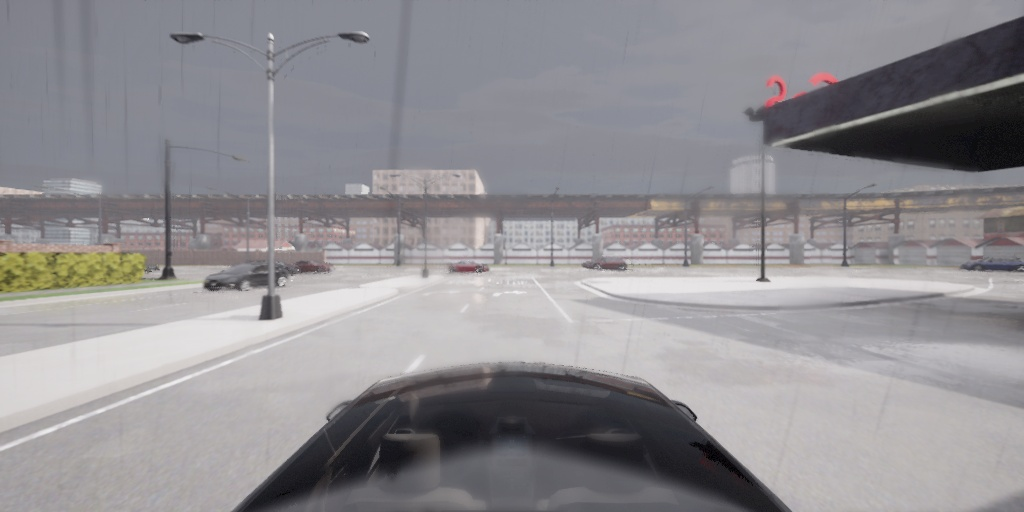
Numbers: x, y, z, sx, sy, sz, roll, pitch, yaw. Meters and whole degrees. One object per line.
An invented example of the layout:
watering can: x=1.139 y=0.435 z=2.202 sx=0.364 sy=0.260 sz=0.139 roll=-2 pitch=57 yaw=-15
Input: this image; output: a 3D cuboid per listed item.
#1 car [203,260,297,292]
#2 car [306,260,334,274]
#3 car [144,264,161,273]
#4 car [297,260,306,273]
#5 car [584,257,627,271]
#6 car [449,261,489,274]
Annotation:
car: x=-14.945 y=1.171 z=20.497 sx=1.837 sy=1.490 sz=4.892 roll=0 pitch=0 yaw=2
car: x=-20.956 y=1.118 z=37.229 sx=4.674 sy=1.442 sz=1.812 roll=0 pitch=0 yaw=0
car: x=-39.955 y=1.127 z=37.340 sx=5.357 sy=1.411 sz=2.033 roll=0 pitch=0 yaw=1
car: x=-22.577 y=1.112 z=33.735 sx=4.892 sy=1.490 sz=1.837 roll=0 pitch=0 yaw=0
car: x=11.729 y=0.921 z=44.323 sx=4.553 sy=1.767 sz=2.097 roll=0 pitch=0 yaw=0
car: x=-4.443 y=1.160 z=37.153 sx=4.181 sy=1.385 sz=1.994 roll=0 pitch=0 yaw=0
